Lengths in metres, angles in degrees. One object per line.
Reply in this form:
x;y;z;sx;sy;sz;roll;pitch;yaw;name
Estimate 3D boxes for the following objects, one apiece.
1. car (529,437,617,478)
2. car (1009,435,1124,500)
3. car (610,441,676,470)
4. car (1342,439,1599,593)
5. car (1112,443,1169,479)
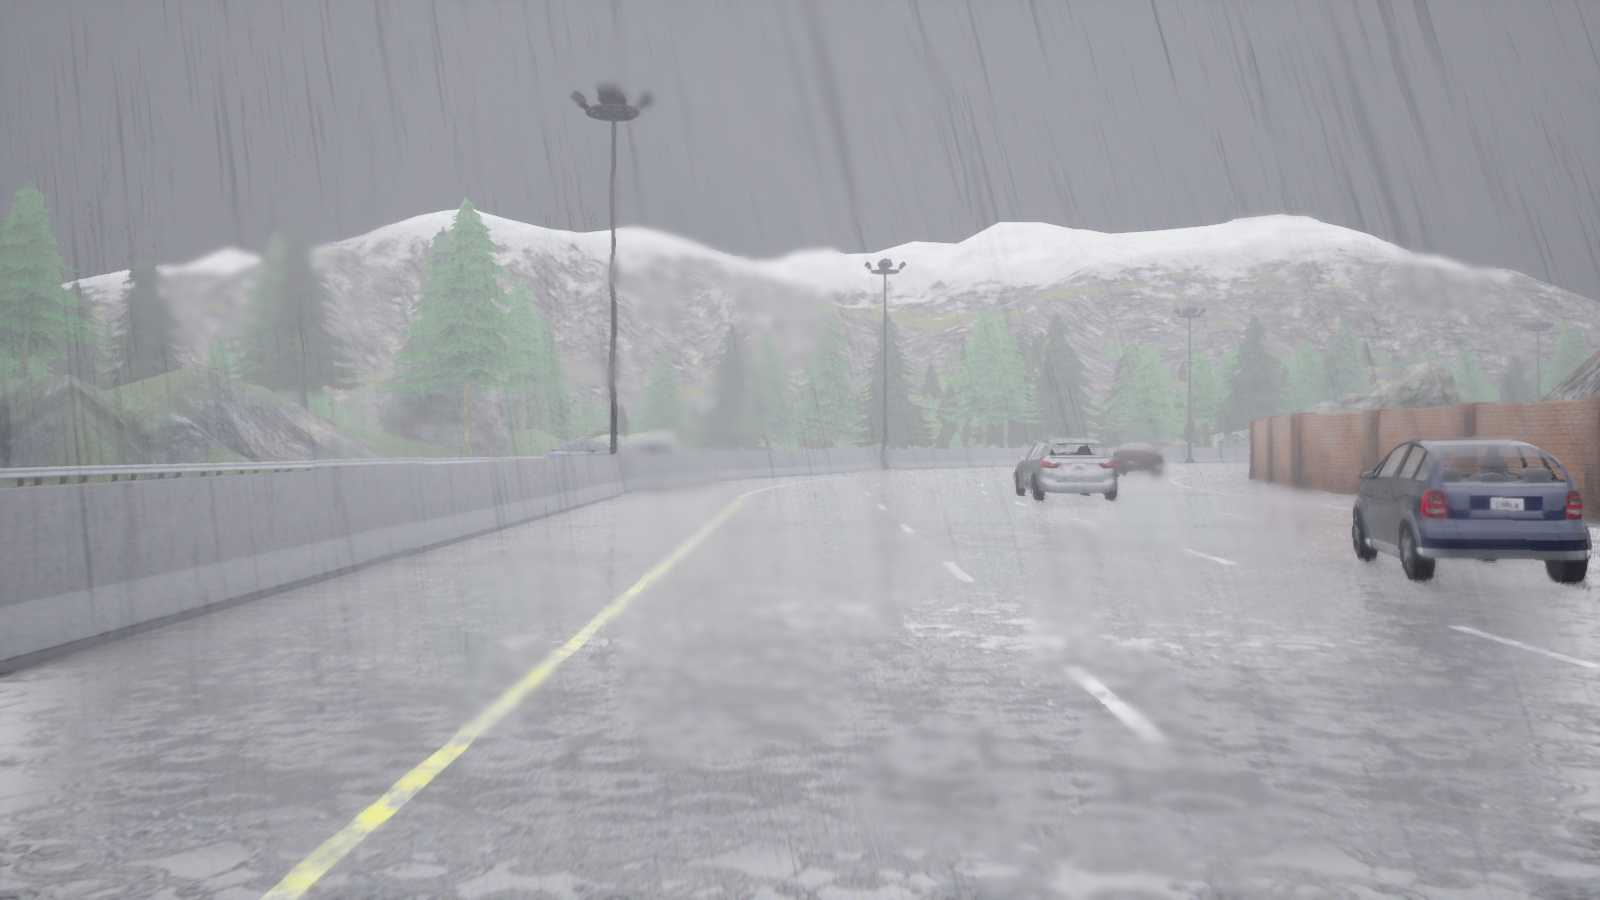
-10.282;0.323;57.273;2.097;1.767;4.553;0;0;17;car
7.236;0.432;34.566;2.242;1.667;4.611;0;0;1;car
-8.840;0.299;70.830;1.851;1.617;3.988;0;0;25;car
7.646;0.662;14.624;1.789;1.549;3.705;0;0;13;car
15.236;0.469;56.037;1.882;1.535;5.008;0;0;22;car
